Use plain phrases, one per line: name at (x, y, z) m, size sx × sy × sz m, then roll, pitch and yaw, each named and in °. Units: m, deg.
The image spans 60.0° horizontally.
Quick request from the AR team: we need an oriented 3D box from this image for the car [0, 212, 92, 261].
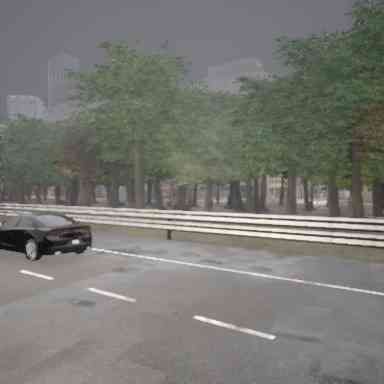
car at (-5.814, 1.496, 12.326) m, size 5.008 × 1.535 × 1.882 m, roll 0°, pitch 0°, yaw 36°
